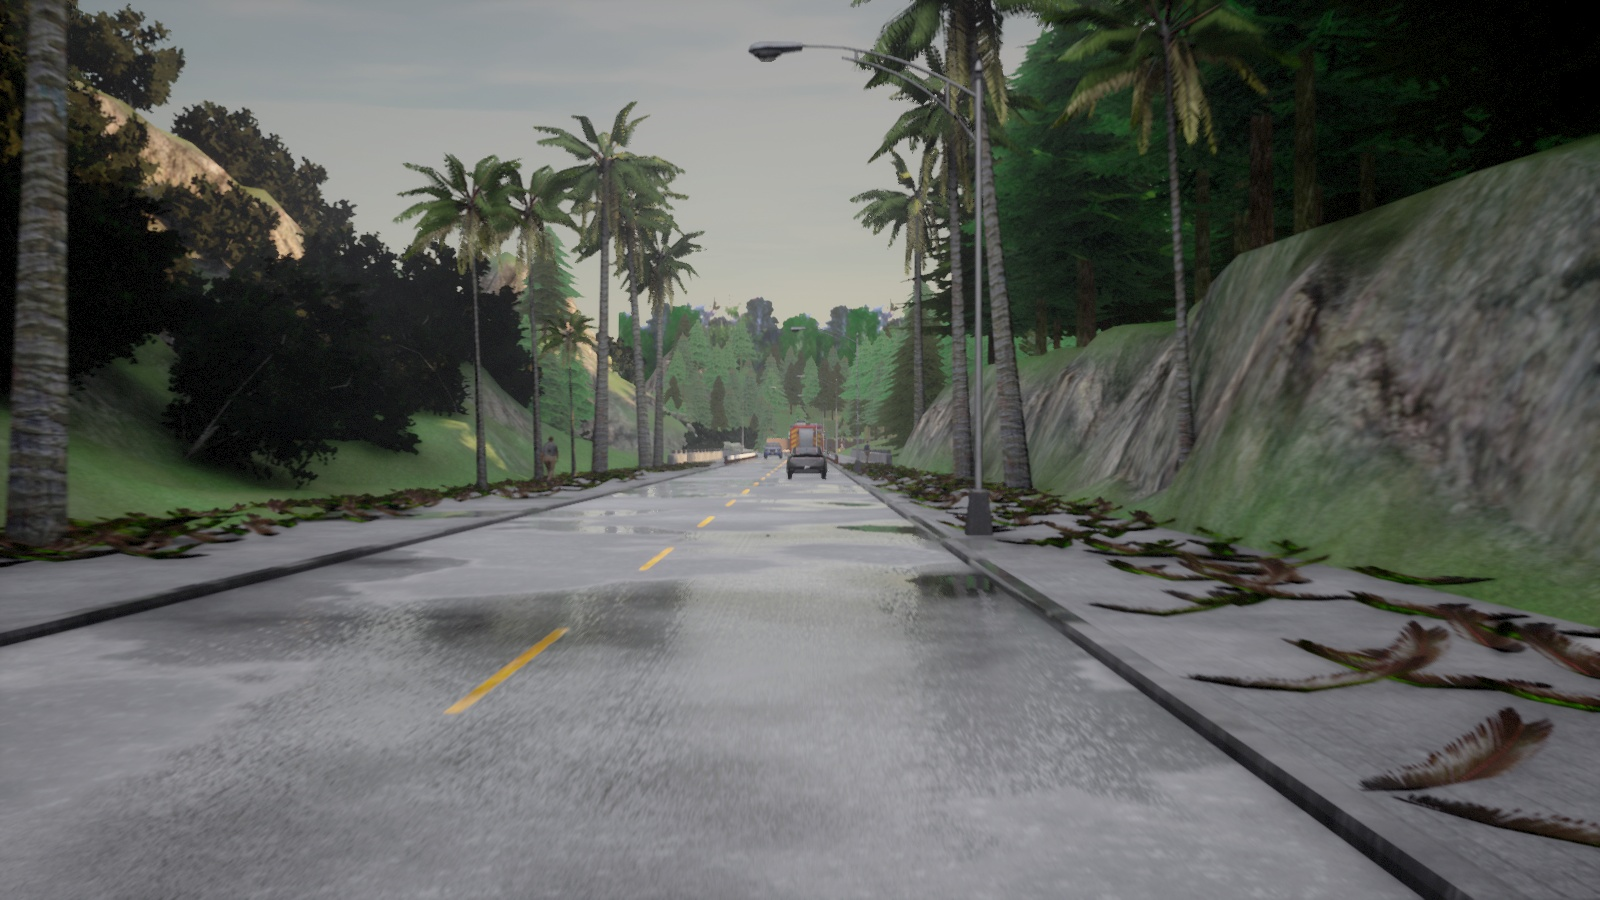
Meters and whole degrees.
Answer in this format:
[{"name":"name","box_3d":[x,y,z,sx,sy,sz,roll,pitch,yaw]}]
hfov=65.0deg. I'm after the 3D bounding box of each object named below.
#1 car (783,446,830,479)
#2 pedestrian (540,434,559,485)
[{"name":"car","box_3d":[0.318,0.551,58.969,2.128,1.511,4.902,0,0,0]},{"name":"pedestrian","box_3d":[-9.092,0.329,45.582,0.540,1.848,0.694,0,0,0]}]
